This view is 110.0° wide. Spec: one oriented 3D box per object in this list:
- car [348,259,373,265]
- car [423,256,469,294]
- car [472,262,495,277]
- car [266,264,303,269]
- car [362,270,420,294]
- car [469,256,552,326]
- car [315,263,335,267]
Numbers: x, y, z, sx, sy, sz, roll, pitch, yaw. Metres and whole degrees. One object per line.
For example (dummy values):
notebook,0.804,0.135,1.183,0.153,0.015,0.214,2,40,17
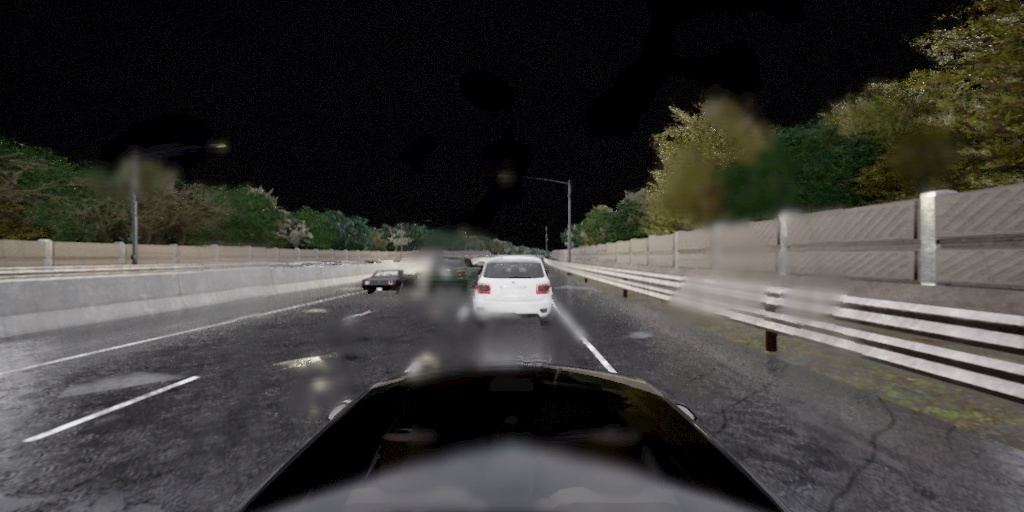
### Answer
car,-17.063,1.231,40.206,2.097,1.767,4.553,0,0,2
car,-3.294,1.041,20.813,2.150,2.045,5.566,0,-1,1
car,-2.936,1.367,37.752,1.837,1.490,4.892,0,0,2
car,-24.118,1.482,38.565,1.895,1.301,4.718,0,0,2
car,-6.791,1.424,20.717,1.895,1.301,4.718,0,0,1
car,0.090,1.016,11.939,2.150,2.045,5.566,0,0,1
car,-20.577,1.445,39.755,1.994,1.385,4.181,0,0,2
